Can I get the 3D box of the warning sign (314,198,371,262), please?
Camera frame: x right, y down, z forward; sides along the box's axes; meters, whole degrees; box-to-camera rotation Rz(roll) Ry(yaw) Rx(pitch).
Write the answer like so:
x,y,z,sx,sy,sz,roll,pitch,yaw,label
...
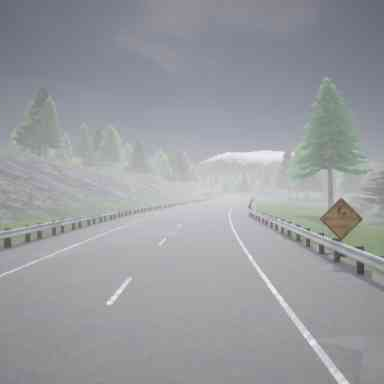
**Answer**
x,y,z,sx,sy,sz,roll,pitch,yaw,label
4.589,1.112,10.257,1.300,1.860,1.060,0,0,2,warning sign
